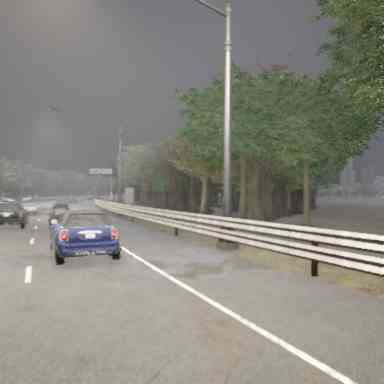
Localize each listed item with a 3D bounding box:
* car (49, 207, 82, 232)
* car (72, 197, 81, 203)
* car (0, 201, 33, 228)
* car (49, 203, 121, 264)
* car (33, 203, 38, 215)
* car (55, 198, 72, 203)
[{"bbox_3d":[-8.659,1.777,22.557,1.895,1.301,4.718,1,-1,-23],"label":"car"},{"bbox_3d":[-28.727,2.119,80.492,2.128,1.511,4.902,1,-1,-14],"label":"car"},{"bbox_3d":[-12.521,1.506,23.027,2.097,1.767,4.553,1,-1,-22],"label":"car"},{"bbox_3d":[-4.181,1.458,12.662,2.097,1.767,4.553,1,-1,-25],"label":"car"},{"bbox_3d":[-18.185,1.853,36.922,1.895,1.301,4.718,1,-1,-21],"label":"car"},{"bbox_3d":[-15.882,1.807,40.362,1.837,1.490,4.892,0,-1,-21],"label":"car"}]
